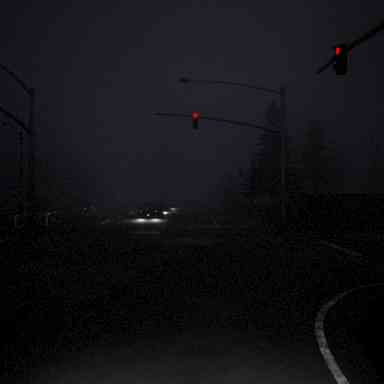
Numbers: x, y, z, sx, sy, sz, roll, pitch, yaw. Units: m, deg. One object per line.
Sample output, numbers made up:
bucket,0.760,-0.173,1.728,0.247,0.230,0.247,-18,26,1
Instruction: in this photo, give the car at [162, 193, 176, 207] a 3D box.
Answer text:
car,-3.659,1.221,50.979,2.150,2.045,5.566,0,0,-2

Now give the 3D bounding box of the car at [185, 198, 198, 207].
car,-0.118,1.601,51.173,1.895,1.301,4.718,0,0,0

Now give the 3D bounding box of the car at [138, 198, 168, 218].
car,-3.671,1.547,30.521,2.033,1.411,5.357,0,0,0

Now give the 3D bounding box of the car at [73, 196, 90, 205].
car,-17.578,1.374,52.955,1.845,1.501,3.633,0,0,0

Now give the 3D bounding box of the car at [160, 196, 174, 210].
car,-3.688,1.547,40.626,2.033,1.411,5.357,0,0,0

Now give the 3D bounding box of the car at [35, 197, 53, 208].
car,-20.614,1.384,45.557,1.970,1.475,3.806,0,0,0
